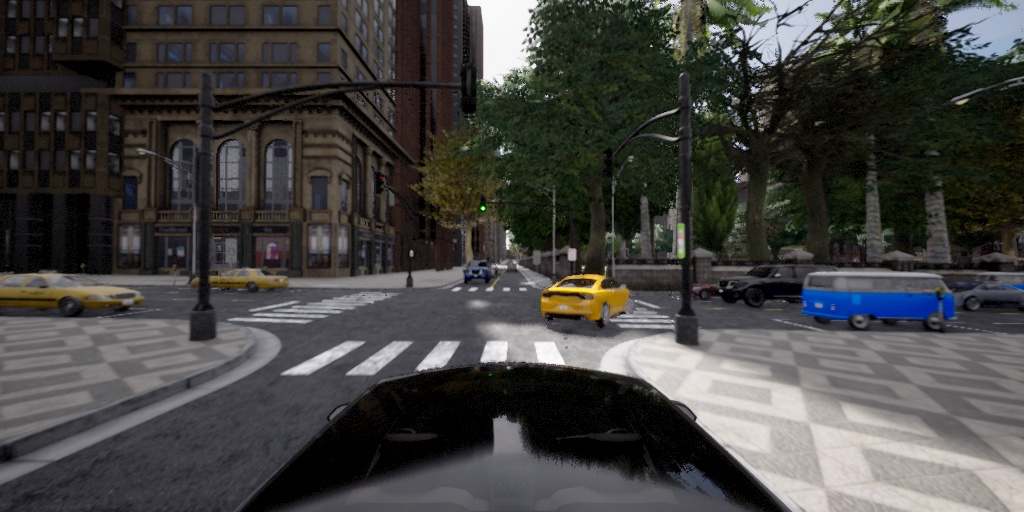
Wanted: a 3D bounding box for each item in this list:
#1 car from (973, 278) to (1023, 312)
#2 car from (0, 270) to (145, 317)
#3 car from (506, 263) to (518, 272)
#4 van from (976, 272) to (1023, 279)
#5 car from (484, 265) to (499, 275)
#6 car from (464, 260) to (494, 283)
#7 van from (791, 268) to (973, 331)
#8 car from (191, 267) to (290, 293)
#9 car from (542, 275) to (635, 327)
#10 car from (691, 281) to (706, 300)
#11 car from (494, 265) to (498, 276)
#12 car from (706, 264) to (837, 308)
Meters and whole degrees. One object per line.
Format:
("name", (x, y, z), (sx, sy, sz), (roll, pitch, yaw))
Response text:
("car", (22.538, 1.909, 17.531), (4.181, 1.385, 1.994), (1, -1, 0))
("car", (-15.051, 1.153, 11.804), (4.829, 1.417, 1.751), (0, 0, 0))
("car", (-0.007, 2.130, 63.974), (2.033, 1.411, 5.357), (0, -1, 0))
("van", (28.456, 1.827, 20.166), (3.998, 1.789, 1.690), (0, 0, 0))
("car", (-3.014, 2.021, 53.105), (1.895, 1.301, 4.718), (0, -1, 0))
("car", (-3.108, 1.363, 33.081), (2.150, 2.045, 5.566), (0, -1, 0))
("van", (11.867, 1.414, 11.703), (3.998, 1.789, 1.690), (0, 0, 0))
("car", (-15.370, 1.293, 20.329), (4.829, 1.417, 1.751), (0, 0, 0))
("car", (2.802, 1.411, 12.622), (1.882, 1.535, 5.008), (-1, -2, 31))
("car", (11.886, 1.795, 20.228), (4.207, 1.307, 1.802), (0, 0, 0))
("car", (-3.073, 1.877, 42.893), (1.895, 1.301, 4.718), (0, -1, 0))
("car", (12.999, 1.410, 17.577), (5.566, 2.045, 2.150), (1, -1, 0))
